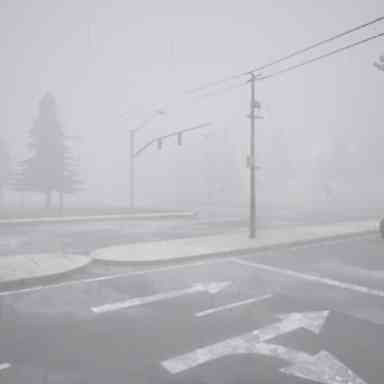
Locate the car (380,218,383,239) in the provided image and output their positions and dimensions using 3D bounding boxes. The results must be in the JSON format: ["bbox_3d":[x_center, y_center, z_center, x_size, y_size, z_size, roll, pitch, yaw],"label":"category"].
[{"bbox_3d":[10.896,1.523,16.097,4.892,1.490,1.837,0,0,-37],"label":"car"}]
